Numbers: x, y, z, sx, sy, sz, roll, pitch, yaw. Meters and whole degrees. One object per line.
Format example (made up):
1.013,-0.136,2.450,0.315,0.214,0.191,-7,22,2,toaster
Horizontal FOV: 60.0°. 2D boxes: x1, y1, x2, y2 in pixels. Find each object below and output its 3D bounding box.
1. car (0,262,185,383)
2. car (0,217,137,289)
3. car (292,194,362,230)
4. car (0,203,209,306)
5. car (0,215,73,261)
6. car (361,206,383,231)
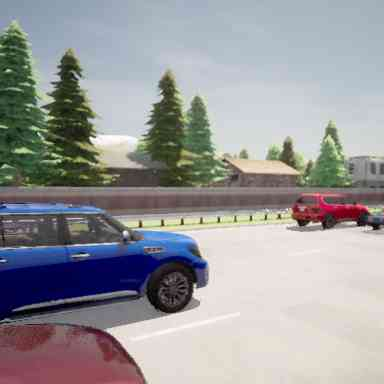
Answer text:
-2.272,1.566,2.067,4.181,1.385,1.994,0,0,-31,car
-4.385,1.543,8.962,5.357,1.411,2.033,0,0,-31,car
8.757,1.158,20.924,5.566,2.045,2.150,0,0,-31,car
-2.380,1.216,6.083,5.566,2.045,2.150,0,0,-31,car
-6.798,1.598,11.597,4.718,1.301,1.895,0,0,-31,car
11.996,1.537,18.785,4.718,1.301,1.895,0,0,-31,car
